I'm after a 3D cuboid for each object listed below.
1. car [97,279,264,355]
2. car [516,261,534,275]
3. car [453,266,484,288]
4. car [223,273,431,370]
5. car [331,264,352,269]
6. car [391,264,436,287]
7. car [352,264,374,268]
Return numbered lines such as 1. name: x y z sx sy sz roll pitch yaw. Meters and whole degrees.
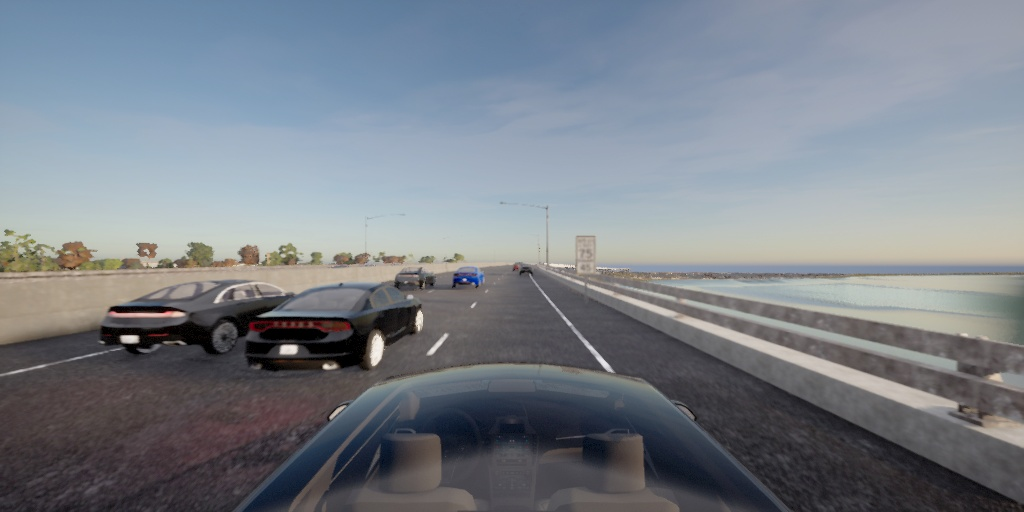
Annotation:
1. car: -6.874 1.320 8.888 2.128 1.511 4.902 0 -1 0
2. car: 1.869 1.796 47.774 1.837 1.490 4.892 0 -1 2
3. car: -3.193 1.514 26.895 1.882 1.535 5.008 0 -1 1
4. car: -3.380 1.296 7.922 1.882 1.535 5.008 0 -1 0
5. car: -23.832 1.886 50.528 1.994 1.385 4.181 0 -1 2
6. car: -6.718 1.508 25.283 2.128 1.511 4.902 0 -1 1
7. car: -20.329 1.889 50.729 1.994 1.385 4.181 0 -1 2
